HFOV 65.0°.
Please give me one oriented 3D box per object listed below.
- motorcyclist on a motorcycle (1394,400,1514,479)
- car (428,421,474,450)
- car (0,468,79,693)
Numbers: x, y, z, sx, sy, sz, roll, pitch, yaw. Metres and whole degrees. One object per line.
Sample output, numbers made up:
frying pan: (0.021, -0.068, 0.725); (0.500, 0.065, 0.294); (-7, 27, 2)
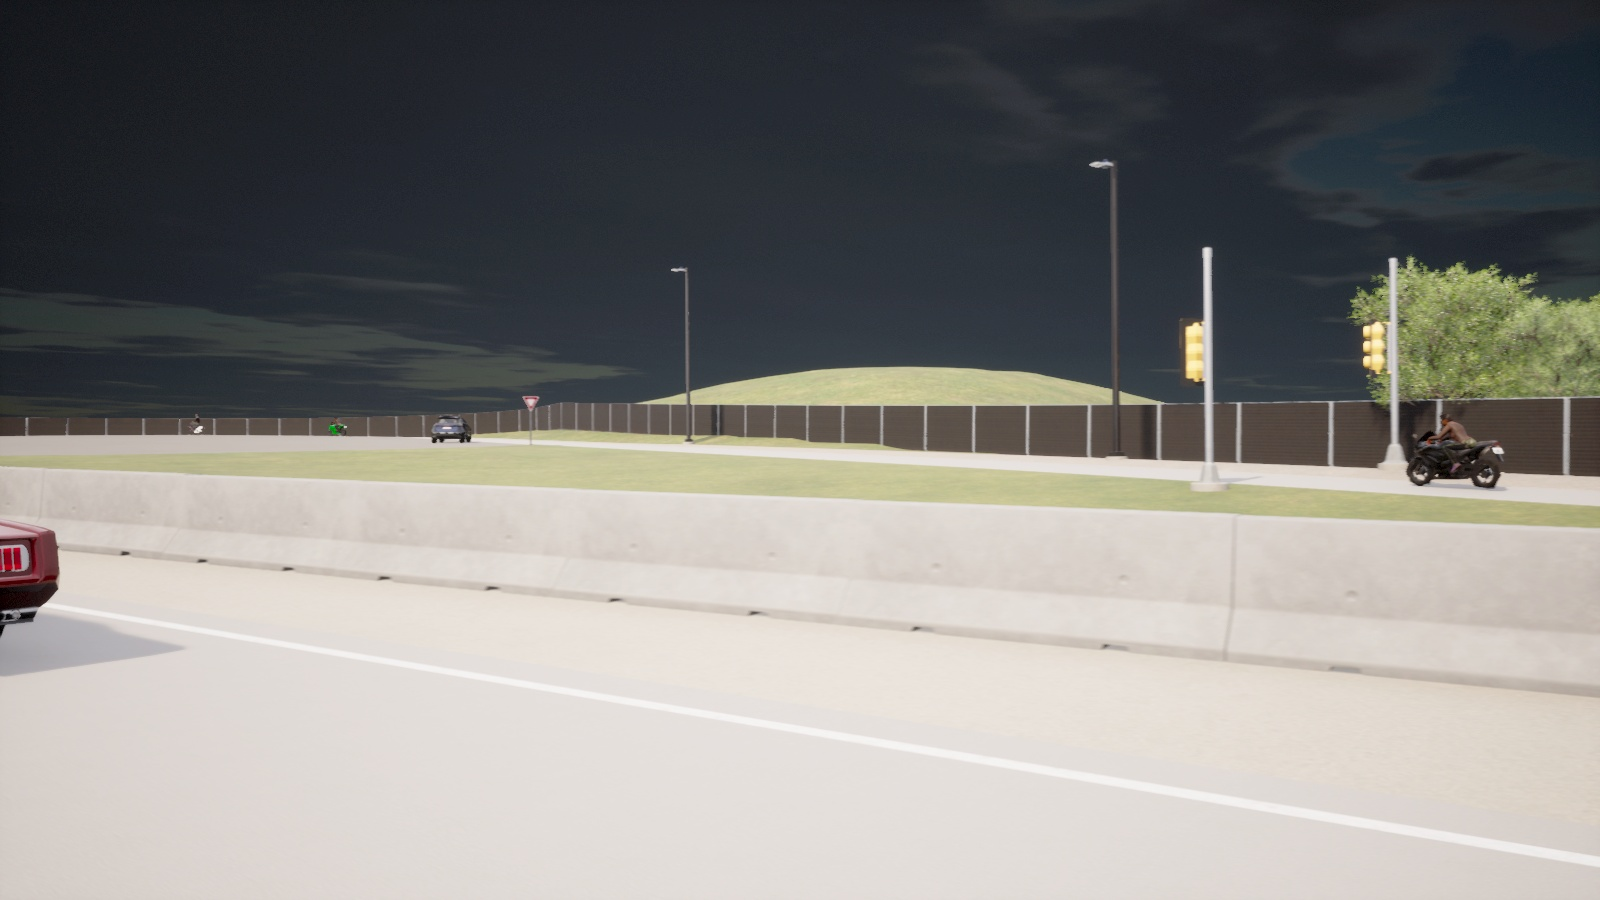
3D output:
motorcyclist on a motorcycle: (13.170, -0.221, 25.355); (0.797, 1.523, 2.044); (-2, 1, -29)
car: (-20.842, -0.875, 75.192); (2.033, 1.649, 4.856); (-1, 1, -8)
car: (-6.933, 0.783, 8.233); (4.718, 1.301, 1.895); (0, 1, 34)
